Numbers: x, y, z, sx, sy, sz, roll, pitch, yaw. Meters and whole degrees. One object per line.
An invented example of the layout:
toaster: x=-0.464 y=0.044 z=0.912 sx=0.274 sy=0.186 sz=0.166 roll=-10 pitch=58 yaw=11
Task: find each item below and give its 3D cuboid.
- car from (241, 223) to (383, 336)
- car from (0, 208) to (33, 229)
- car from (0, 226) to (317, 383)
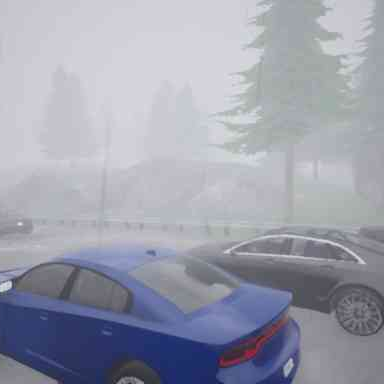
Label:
car: x=1.895 y=1.456 z=6.596 sx=4.902 sy=1.511 sz=2.128 roll=0 pitch=0 yaw=34
car: x=-10.260 y=1.529 z=17.103 sx=4.181 sy=1.385 sz=1.994 roll=0 pitch=0 yaw=24
car: x=-1.184 y=1.462 z=4.445 sx=5.008 sy=1.535 sz=1.882 roll=0 pitch=0 yaw=33
